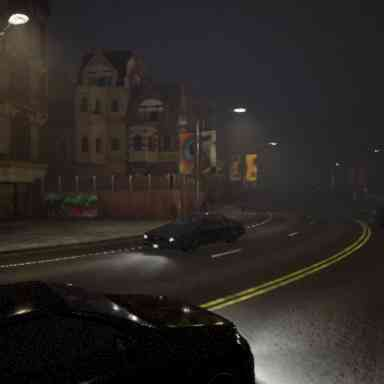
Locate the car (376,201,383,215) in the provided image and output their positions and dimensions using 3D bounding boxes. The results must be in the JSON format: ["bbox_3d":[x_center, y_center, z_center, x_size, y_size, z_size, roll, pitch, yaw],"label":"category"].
[{"bbox_3d":[20.577,1.667,33.613,2.033,1.411,5.357,0,0,12],"label":"car"}]

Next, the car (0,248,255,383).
[{"bbox_3d":[-1.365,1.588,3.051,4.181,1.385,1.994,0,0,-37],"label":"car"}]

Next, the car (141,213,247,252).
[{"bbox_3d":[0.347,1.630,14.417,2.033,1.411,5.357,0,0,40],"label":"car"}]

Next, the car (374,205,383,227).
[{"bbox_3d":[13.805,1.631,22.931,2.033,1.411,5.357,0,0,24],"label":"car"}]
